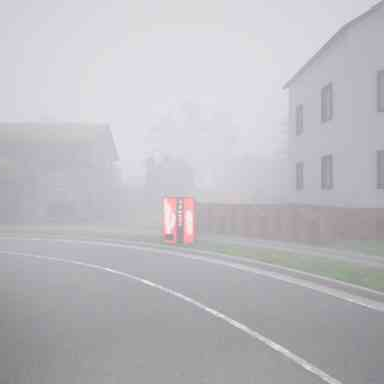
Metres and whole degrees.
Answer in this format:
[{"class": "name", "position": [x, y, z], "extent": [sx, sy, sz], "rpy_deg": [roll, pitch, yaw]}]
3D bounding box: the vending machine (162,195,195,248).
[{"class": "vending machine", "position": [-0.548, 1.195, 14.005], "extent": [0.880, 2.100, 1.100], "rpy_deg": [0, 0, 38]}]
